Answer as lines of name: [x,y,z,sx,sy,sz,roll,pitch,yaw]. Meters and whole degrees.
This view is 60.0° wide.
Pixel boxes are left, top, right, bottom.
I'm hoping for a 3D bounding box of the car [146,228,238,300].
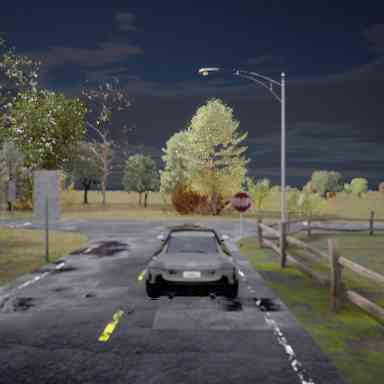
car: [0.021,1.613,8.582,1.994,1.385,4.181,0,0,1]
